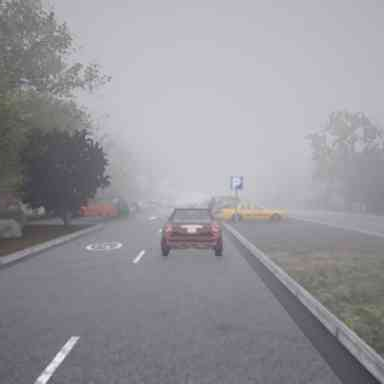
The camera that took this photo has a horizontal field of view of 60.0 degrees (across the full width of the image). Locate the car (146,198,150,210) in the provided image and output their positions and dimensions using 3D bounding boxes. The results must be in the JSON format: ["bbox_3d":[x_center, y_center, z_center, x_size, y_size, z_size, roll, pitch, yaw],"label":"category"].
[{"bbox_3d":[-8.656,1.977,45.032,5.008,1.535,2.097,0,-1,0],"label":"car"}]

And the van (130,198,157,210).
[{"bbox_3d":[-8.581,2.108,59.010,4.442,1.987,1.878,0,-1,0],"label":"van"}]

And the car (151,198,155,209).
[{"bbox_3d":[-8.670,2.123,50.697,4.892,1.521,2.231,0,-1,0],"label":"car"}]

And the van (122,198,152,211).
[{"bbox_3d":[-8.800,1.967,53.471,4.442,1.987,1.878,0,-1,0],"label":"van"}]

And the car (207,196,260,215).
[{"bbox_3d":[4.470,1.509,36.681,5.566,2.045,2.435,0,-1,0],"label":"car"}]

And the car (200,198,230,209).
[{"bbox_3d":[4.339,2.232,64.417,5.566,2.045,2.435,0,-2,0],"label":"car"}]

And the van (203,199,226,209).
[{"bbox_3d":[4.476,2.373,67.190,4.442,1.987,1.878,0,-2,0],"label":"van"}]

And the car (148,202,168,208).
[{"bbox_3d":[-8.766,3.413,86.664,5.008,1.535,2.097,0,-2,0],"label":"car"}]

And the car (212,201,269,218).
[{"bbox_3d":[4.450,1.629,31.128,5.008,1.535,2.097,0,-1,0],"label":"car"}]

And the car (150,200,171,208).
[{"bbox_3d":[-8.759,3.393,92.212,5.566,2.045,2.435,0,-2,0],"label":"car"}]

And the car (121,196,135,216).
[{"bbox_3d":[-8.652,1.384,31.321,5.566,2.045,2.435,0,-1,0],"label":"car"}]

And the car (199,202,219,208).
[{"bbox_3d":[4.486,3.519,89.371,5.366,1.575,1.946,0,-2,0],"label":"car"}]

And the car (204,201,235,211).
[{"bbox_3d":[4.427,2.215,53.324,4.792,1.488,2.163,0,-1,0],"label":"car"}]

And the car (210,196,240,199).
[{"bbox_3d":[4.417,1.567,33.907,4.553,1.767,2.185,0,-1,0],"label":"car"}]

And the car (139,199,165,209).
[{"bbox_3d":[-8.706,2.581,72.711,5.566,2.045,2.435,0,-2,0],"label":"car"}]

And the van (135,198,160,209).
[{"bbox_3d":[-8.596,2.261,64.399,4.442,1.987,1.878,0,-2,0],"label":"van"}]

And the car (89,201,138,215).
[{"bbox_3d":[-8.633,1.769,36.849,4.892,1.521,2.231,0,-1,0],"label":"car"}]

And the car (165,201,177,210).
[{"bbox_3d":[-3.712,2.359,59.138,1.837,1.490,4.892,0,-1,0],"label":"car"}]

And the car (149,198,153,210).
[{"bbox_3d":[-8.664,2.051,47.927,5.008,1.535,2.097,0,-1,0],"label":"car"}]

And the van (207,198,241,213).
[{"bbox_3d":[4.302,1.747,45.005,4.442,1.987,1.878,0,-1,0],"label":"van"}]

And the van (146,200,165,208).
[{"bbox_3d":[-8.874,2.952,81.013,4.442,1.987,1.878,0,-2,0],"label":"van"}]

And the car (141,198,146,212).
[{"bbox_3d":[-8.622,1.784,42.391,4.553,1.767,2.185,0,-1,0],"label":"car"}]

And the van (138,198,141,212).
[{"bbox_3d":[-8.763,1.613,39.624,4.442,1.987,1.878,0,-1,0],"label":"van"}]

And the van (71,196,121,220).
[{"bbox_3d":[-8.734,1.352,28.428,4.442,1.987,1.878,0,-1,0],"label":"van"}]

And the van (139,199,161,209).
[{"bbox_3d":[-8.844,2.491,69.942,4.442,1.987,1.878,0,-2,0],"label":"van"}]

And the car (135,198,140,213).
[{"bbox_3d":[-8.447,1.696,34.083,5.366,1.575,1.946,0,-1,0],"label":"car"}]

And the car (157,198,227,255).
[{"bbox_3d":[0.012,1.291,13.119,2.097,1.767,4.553,0,0,0],"label":"car"}]

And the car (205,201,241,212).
[{"bbox_3d":[4.406,2.044,47.776,5.008,1.535,2.097,0,-1,0],"label":"car"}]

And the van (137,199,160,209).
[{"bbox_3d":[-8.837,2.381,67.299,4.442,1.987,1.878,0,-2,0],"label":"van"}]

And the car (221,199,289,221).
[{"bbox_3d":[4.656,1.524,25.588,5.366,1.575,1.946,0,-1,0],"label":"car"}]

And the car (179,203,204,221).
[{"bbox_3d":[-0.029,1.663,28.526,1.994,1.385,4.181,0,-1,0],"label":"car"}]

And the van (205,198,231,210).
[{"bbox_3d":[4.499,2.101,58.883,4.442,1.987,1.878,0,-1,0],"label":"van"}]

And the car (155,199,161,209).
[{"bbox_3d":[-8.506,2.260,56.237,5.366,1.575,1.946,0,-1,0],"label":"car"}]
